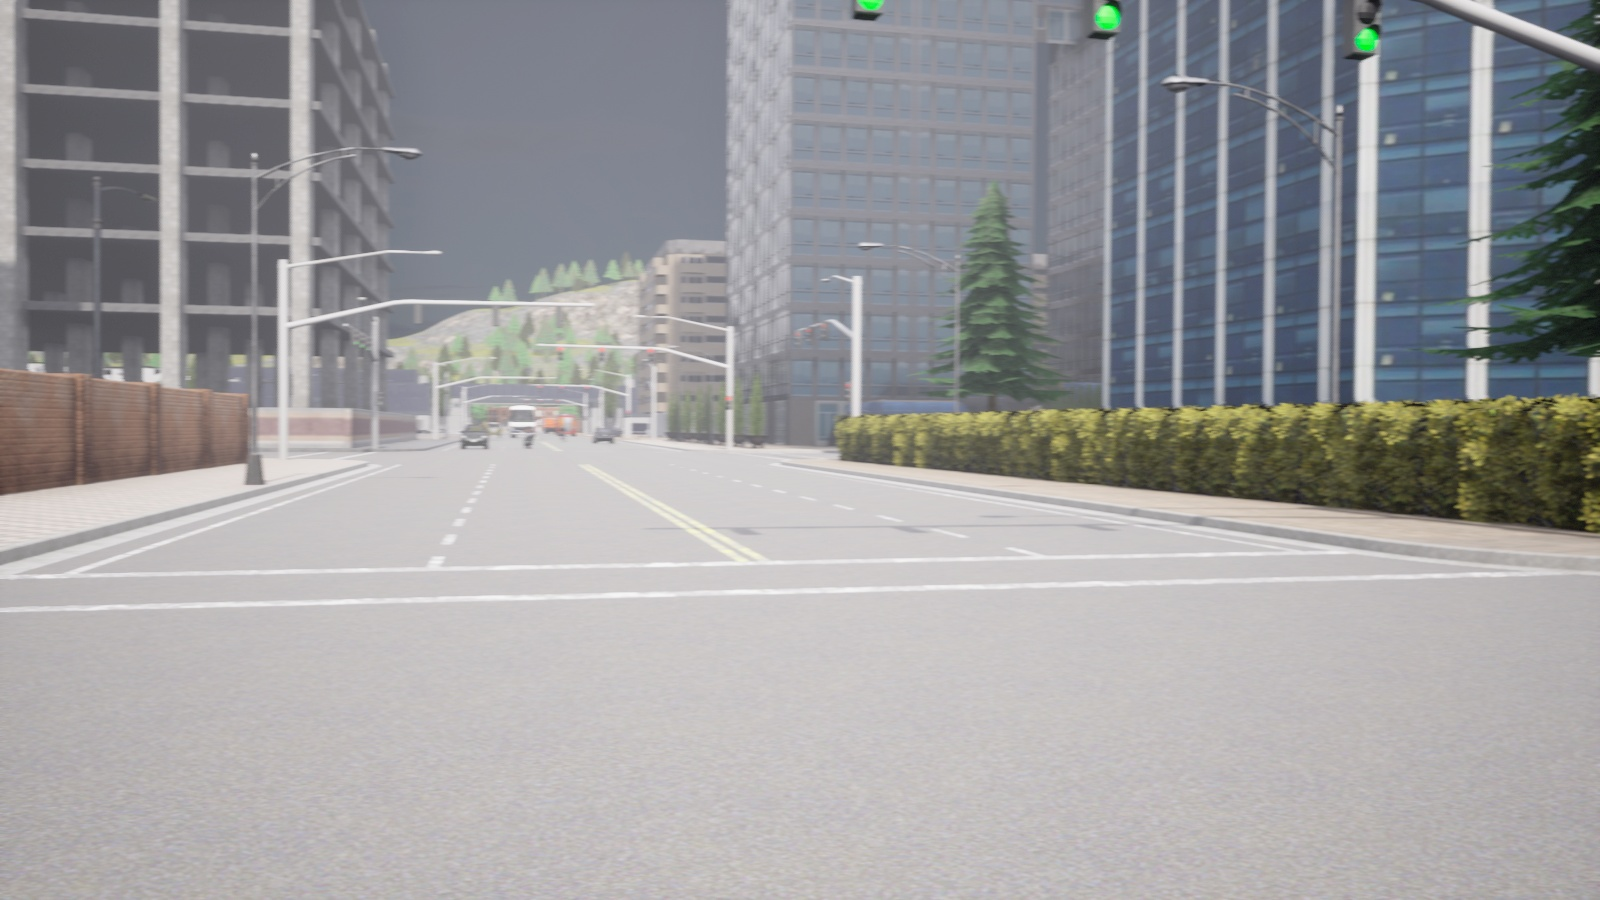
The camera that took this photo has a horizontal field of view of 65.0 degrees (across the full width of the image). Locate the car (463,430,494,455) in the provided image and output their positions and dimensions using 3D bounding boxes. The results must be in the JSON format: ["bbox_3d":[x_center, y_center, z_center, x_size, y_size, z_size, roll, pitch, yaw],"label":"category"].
[{"bbox_3d":[-21.170,-0.516,82.833,1.851,1.617,3.988,-1,1,-13],"label":"car"}]
